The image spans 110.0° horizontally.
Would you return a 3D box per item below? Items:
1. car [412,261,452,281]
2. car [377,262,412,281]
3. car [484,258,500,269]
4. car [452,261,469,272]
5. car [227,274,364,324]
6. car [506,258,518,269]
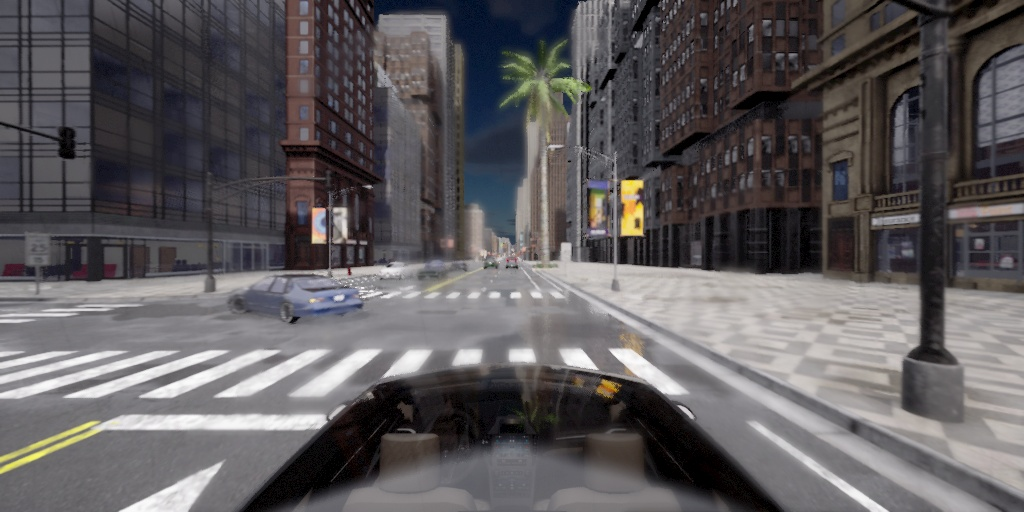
[{"bbox_3d":[-6.591,1.356,30.211,1.895,1.301,4.718,0,0,0],"label":"car"},{"bbox_3d":[-9.839,1.281,30.730,1.812,1.442,4.674,0,0,0],"label":"car"},{"bbox_3d":[-3.250,1.135,55.847,2.097,1.767,4.553,0,0,0],"label":"car"},{"bbox_3d":[-6.574,1.331,45.256,1.994,1.385,4.181,0,0,0],"label":"car"},{"bbox_3d":[-7.319,1.297,11.973,5.357,1.411,2.033,0,0,31],"label":"car"},{"bbox_3d":[0.000,1.347,55.877,1.994,1.385,4.181,0,0,0],"label":"car"}]
